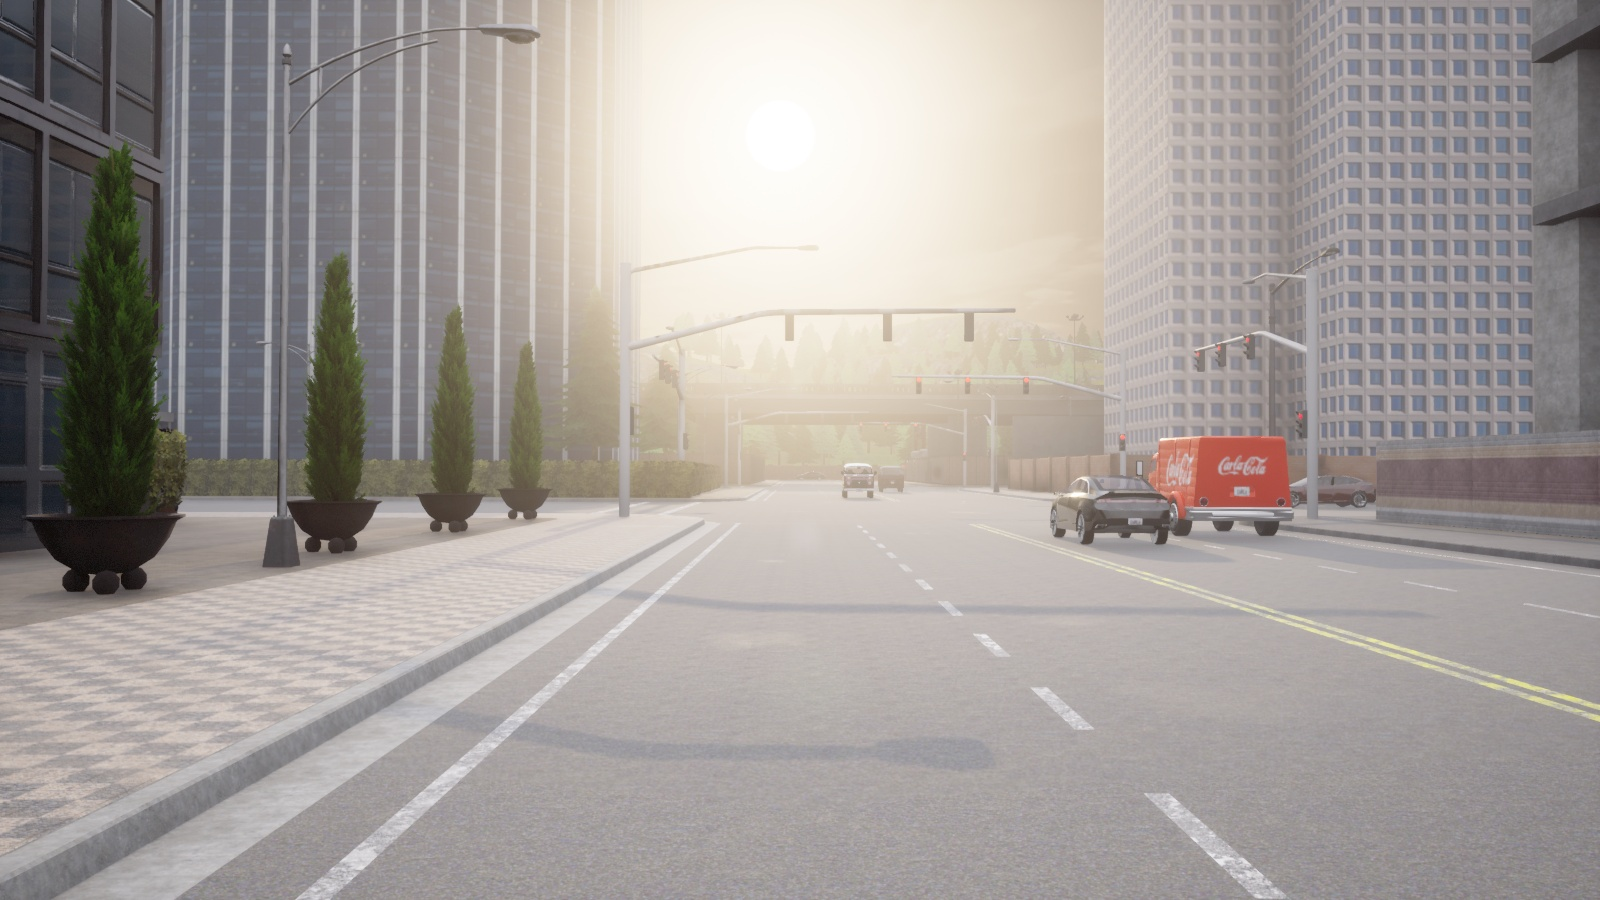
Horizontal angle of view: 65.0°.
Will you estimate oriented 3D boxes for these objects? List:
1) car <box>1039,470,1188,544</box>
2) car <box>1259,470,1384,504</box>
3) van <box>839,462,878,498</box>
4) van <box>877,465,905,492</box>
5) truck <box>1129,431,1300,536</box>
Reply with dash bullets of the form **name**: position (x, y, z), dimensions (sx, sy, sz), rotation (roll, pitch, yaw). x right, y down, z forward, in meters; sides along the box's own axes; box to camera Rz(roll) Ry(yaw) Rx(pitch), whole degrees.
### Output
- **car**: position (6.955, 1.219, 28.436), dimensions (2.128, 1.511, 4.902), rotation (0, -1, 0)
- **car**: position (23.678, 1.676, 57.119), dimensions (4.792, 1.488, 2.163), rotation (0, -1, 0)
- **van**: position (3.382, 1.758, 73.672), dimensions (2.069, 2.038, 4.480), rotation (0, -1, 0)
- **van**: position (6.849, 2.127, 94.728), dimensions (1.775, 1.987, 4.442), rotation (0, -1, 0)
- **truck**: position (10.448, 0.825, 32.182), dimensions (2.627, 2.467, 5.204), rotation (0, -1, 0)
